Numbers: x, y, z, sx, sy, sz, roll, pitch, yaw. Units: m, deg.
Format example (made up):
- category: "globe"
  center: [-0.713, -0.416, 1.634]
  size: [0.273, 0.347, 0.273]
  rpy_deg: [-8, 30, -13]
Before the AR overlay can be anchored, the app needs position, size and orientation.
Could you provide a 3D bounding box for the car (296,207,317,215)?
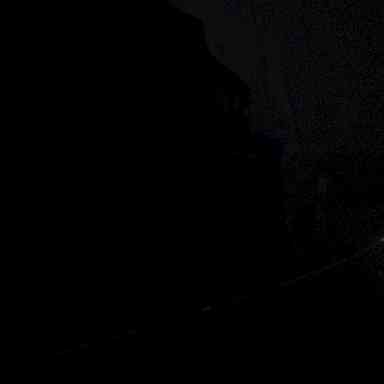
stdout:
- category: "car"
  center: [20.565, 3.420, 60.001]
  size: [1.882, 1.535, 5.008]
  rpy_deg: [-2, -3, -9]
